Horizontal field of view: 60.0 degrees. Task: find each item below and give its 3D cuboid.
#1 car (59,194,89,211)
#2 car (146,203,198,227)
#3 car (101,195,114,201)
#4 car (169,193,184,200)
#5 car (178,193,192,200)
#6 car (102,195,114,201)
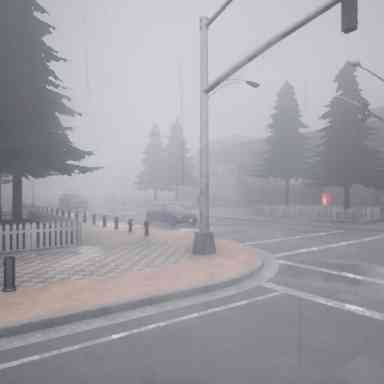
[{"bbox_3d":[-14.385,1.240,40.089,2.150,2.045,5.566,0,0,-37],"label":"car"},{"bbox_3d":[-1.530,1.539,23.044,1.812,1.442,4.674,0,0,-38],"label":"car"},{"bbox_3d":[-21.012,1.394,82.765,1.970,1.475,3.806,0,0,-37],"label":"car"},{"bbox_3d":[-3.981,1.105,86.011,1.932,1.855,4.605,0,0,-37],"label":"car"},{"bbox_3d":[-1.896,1.084,88.076,1.905,1.878,3.866,0,0,-37],"label":"car"},{"bbox_3d":[-18.976,1.384,75.032,1.845,1.501,3.633,0,0,-37],"label":"car"}]
